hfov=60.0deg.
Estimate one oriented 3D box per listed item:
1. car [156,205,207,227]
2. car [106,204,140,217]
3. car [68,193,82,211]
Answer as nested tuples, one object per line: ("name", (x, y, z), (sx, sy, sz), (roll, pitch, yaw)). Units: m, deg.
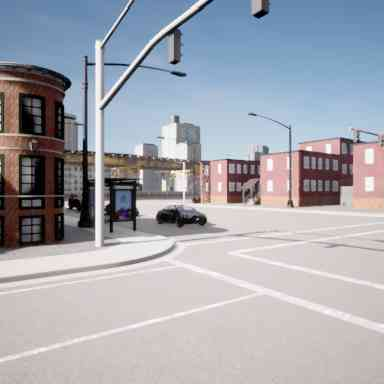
("car", (-0.789, 1.567, 22.897), (1.994, 1.385, 4.181), (0, 0, -35))
("car", (-6.596, 1.530, 31.093), (1.812, 1.442, 4.674), (0, 0, -35))
("car", (-13.456, 1.216, 40.767), (2.150, 2.045, 5.566), (0, 1, -36))
